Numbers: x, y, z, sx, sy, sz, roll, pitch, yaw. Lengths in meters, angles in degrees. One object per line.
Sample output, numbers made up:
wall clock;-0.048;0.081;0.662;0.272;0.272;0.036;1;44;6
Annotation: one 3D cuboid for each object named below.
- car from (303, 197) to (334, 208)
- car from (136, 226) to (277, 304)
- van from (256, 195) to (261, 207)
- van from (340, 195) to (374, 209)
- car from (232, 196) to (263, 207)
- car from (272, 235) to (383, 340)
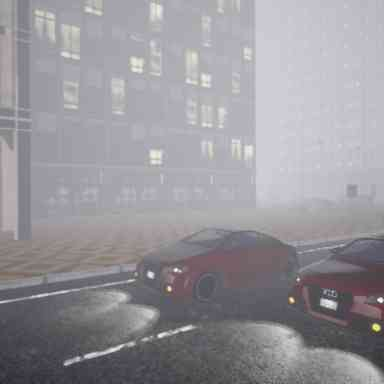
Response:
car;17.733;1.431;46.861;1.887;1.381;4.507;0;0;-34
car;0.750;1.573;8.210;4.181;1.385;1.994;0;0;-35
van;7.671;1.260;46.733;1.690;1.788;3.998;0;0;-34
van;20.913;1.252;42.325;1.690;1.788;3.998;0;0;-34
car;8.309;1.393;50.420;1.837;1.490;4.892;0;1;-34
car;3.761;1.575;6.366;4.181;1.385;1.994;0;0;-35
